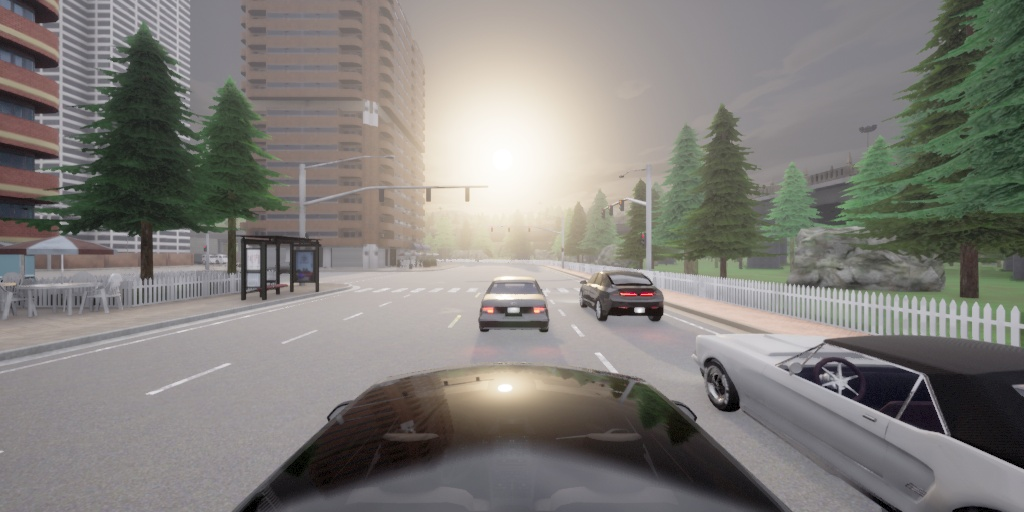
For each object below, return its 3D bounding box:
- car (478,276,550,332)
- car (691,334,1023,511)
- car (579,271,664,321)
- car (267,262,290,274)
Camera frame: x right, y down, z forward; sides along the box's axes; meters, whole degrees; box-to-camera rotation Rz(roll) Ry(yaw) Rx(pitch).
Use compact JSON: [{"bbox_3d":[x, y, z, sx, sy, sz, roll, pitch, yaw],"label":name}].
[{"bbox_3d":[0.081,1.297,10.787,2.033,1.411,5.357,0,0,1],"label":"car"},{"bbox_3d":[3.514,1.351,3.113,1.895,1.301,4.718,0,0,1],"label":"car"},{"bbox_3d":[3.568,1.254,12.375,1.837,1.490,4.892,0,0,1],"label":"car"},{"bbox_3d":[-23.597,1.328,37.772,4.674,1.442,1.812,0,0,0],"label":"car"}]
